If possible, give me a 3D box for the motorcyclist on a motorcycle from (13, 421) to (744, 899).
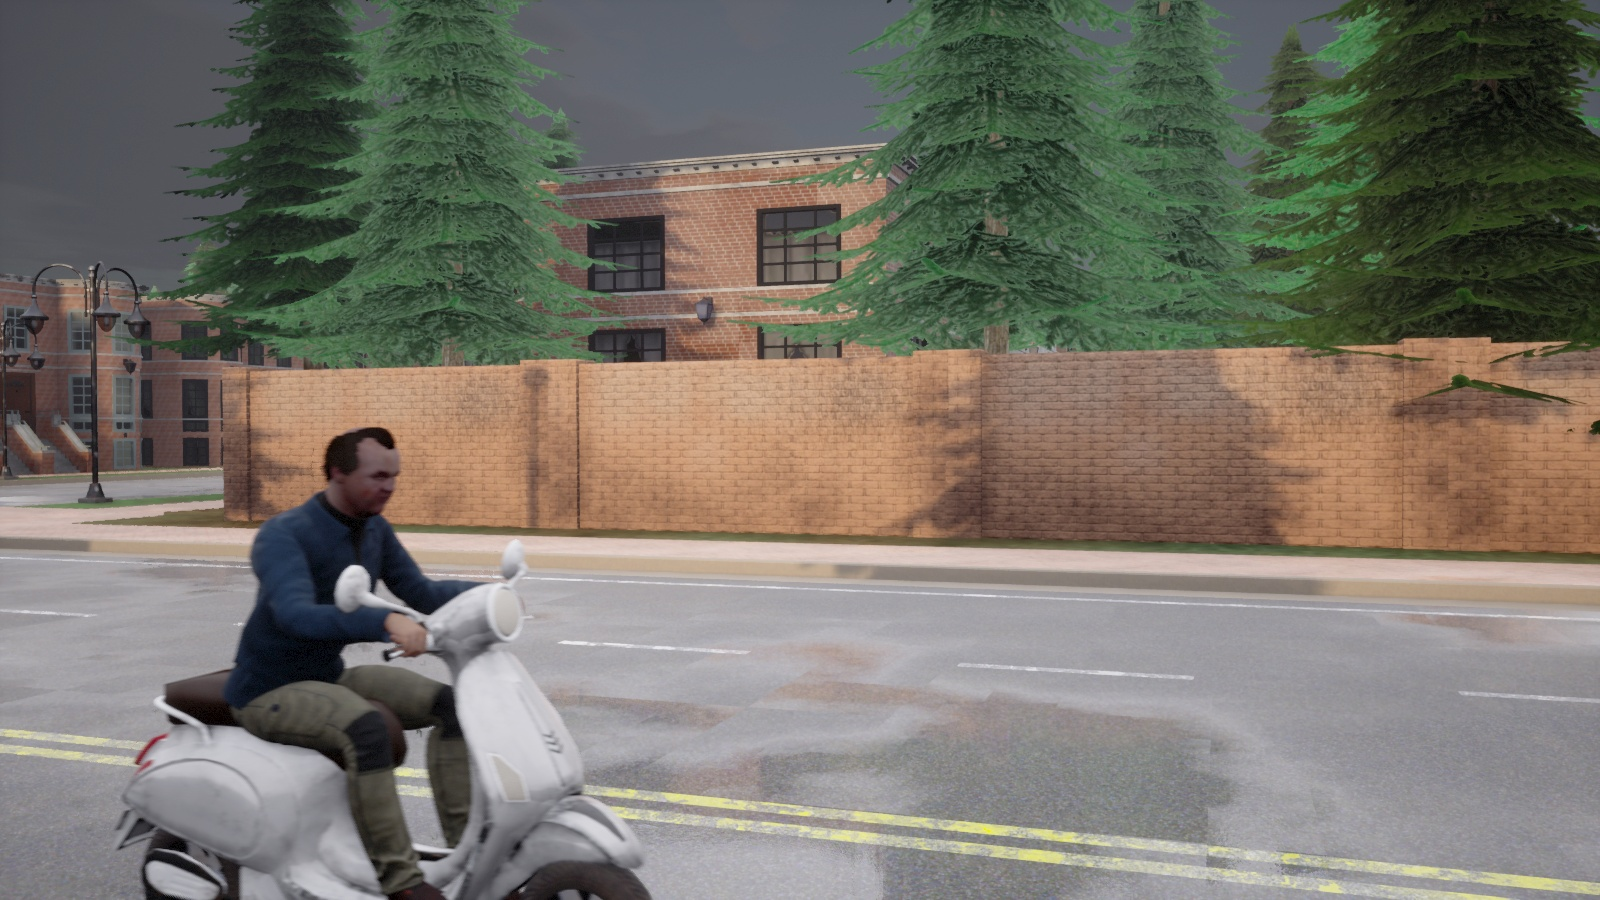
[{"bbox_3d":[-1.168,0.718,3.585,1.817,1.590,0.866,1,1,19],"label":"motorcyclist on a motorcycle"}]
